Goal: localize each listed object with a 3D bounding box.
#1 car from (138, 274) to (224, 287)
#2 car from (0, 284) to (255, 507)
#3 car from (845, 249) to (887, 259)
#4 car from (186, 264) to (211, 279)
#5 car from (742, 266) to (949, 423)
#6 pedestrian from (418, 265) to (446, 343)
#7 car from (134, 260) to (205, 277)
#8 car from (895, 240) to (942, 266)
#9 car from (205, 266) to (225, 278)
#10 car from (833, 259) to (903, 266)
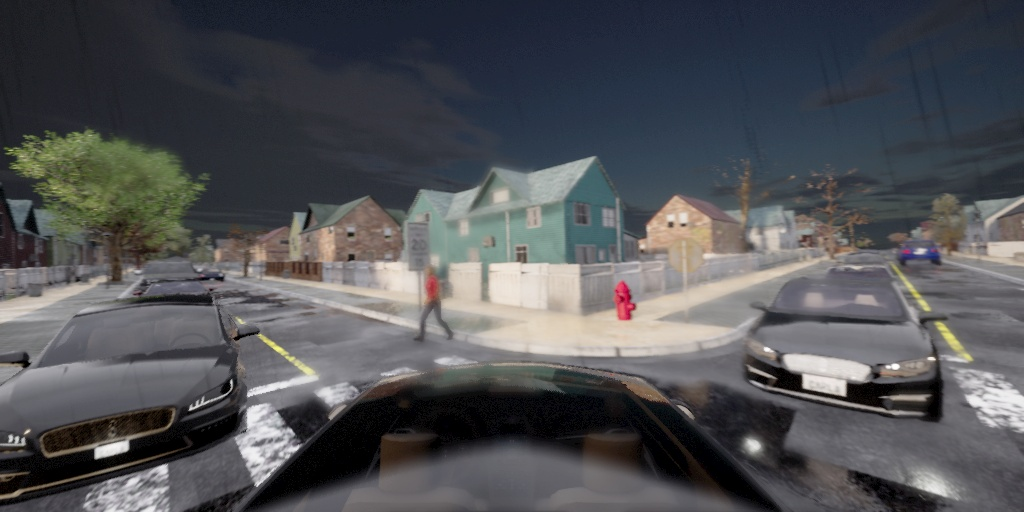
[{"bbox_3d":[-10.871,1.483,11.623,4.181,1.385,1.994,-1,0,45],"label":"car"},{"bbox_3d":[-4.752,1.332,4.783,1.837,1.490,4.892,-1,0,-39],"label":"car"},{"bbox_3d":[18.957,0.574,19.311,4.892,1.490,1.837,-2,0,-45],"label":"car"},{"bbox_3d":[-37.298,1.814,42.612,1.882,1.535,5.008,-1,0,-44],"label":"car"},{"bbox_3d":[5.187,1.094,5.697,4.902,1.511,2.128,-2,0,-45],"label":"car"},{"bbox_3d":[-1.851,1.064,8.300,0.375,1.860,0.375,1,-2,-45],"label":"pedestrian"},{"bbox_3d":[-17.355,1.242,18.200,2.150,2.045,5.566,-1,0,-44],"label":"car"},{"bbox_3d":[33.609,-0.271,29.654,5.566,2.045,2.150,-2,0,-45],"label":"car"},{"bbox_3d":[-28.089,1.787,33.293,1.895,1.301,4.718,-1,0,-45],"label":"car"},{"bbox_3d":[11.787,0.945,12.225,4.718,1.301,1.895,-2,0,-45],"label":"car"}]
